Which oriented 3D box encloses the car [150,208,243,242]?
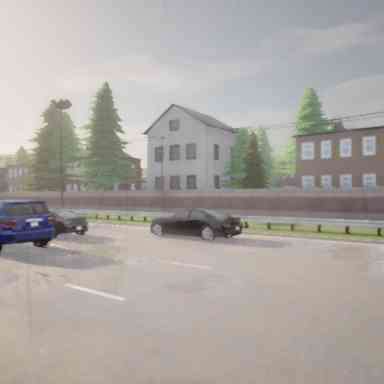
[{"bbox_3d":[0.093,1.544,16.814,5.008,1.535,1.882,0,0,36],"label":"car"}]

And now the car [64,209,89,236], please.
[{"bbox_3d":[-7.511,1.639,17.953,4.674,1.442,1.812,0,0,36],"label":"car"}]

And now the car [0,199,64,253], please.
[{"bbox_3d":[-8.109,1.323,14.079,5.566,2.045,2.150,0,0,36],"label":"car"}]

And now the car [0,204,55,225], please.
[{"bbox_3d":[-13.348,1.728,26.418,5.357,1.411,2.033,0,0,36],"label":"car"}]
